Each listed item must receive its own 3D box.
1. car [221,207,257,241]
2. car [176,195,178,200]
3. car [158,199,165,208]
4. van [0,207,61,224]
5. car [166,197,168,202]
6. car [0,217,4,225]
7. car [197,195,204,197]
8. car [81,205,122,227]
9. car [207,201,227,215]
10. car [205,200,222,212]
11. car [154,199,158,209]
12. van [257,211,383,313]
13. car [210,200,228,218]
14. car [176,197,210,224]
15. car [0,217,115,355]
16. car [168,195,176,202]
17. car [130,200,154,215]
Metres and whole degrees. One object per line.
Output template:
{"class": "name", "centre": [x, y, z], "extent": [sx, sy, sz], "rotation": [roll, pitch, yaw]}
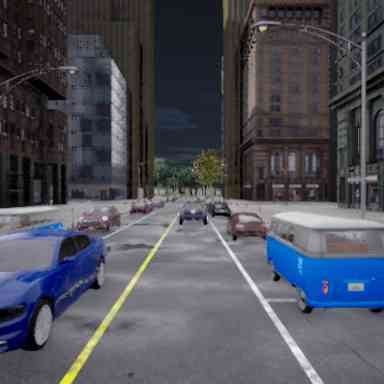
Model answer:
{"class": "car", "centre": [2.747, 1.688, 17.160], "extent": [1.802, 1.307, 4.206], "rotation": [-1, 0, 0]}
{"class": "car", "centre": [-5.802, 1.755, 91.432], "extent": [2.192, 1.841, 5.009], "rotation": [-1, 0, 0]}
{"class": "car", "centre": [-5.789, 1.853, 53.402], "extent": [2.008, 1.369, 4.403], "rotation": [-1, 0, 0]}
{"class": "van", "centre": [-5.779, 1.411, 11.185], "extent": [1.690, 1.788, 3.998], "rotation": [-1, 0, 0]}
{"class": "car", "centre": [-5.790, 1.891, 58.781], "extent": [1.947, 1.339, 4.313], "rotation": [-1, 0, 0]}
{"class": "car", "centre": [-5.777, 1.480, 6.298], "extent": [1.967, 1.590, 4.097], "rotation": [-1, 0, 0]}
{"class": "car", "centre": [2.728, 1.950, 85.932], "extent": [1.752, 1.417, 4.829], "rotation": [-1, 0, 0]}
{"class": "car", "centre": [-5.781, 1.570, 21.135], "extent": [1.967, 1.590, 4.097], "rotation": [-1, 0, 0]}
{"class": "car", "centre": [2.741, 1.792, 37.971], "extent": [1.947, 1.339, 4.313], "rotation": [-1, 0, 0]}
{"class": "car", "centre": [2.739, 1.804, 43.173], "extent": [2.008, 1.369, 4.403], "rotation": [-1, 0, 0]}
{"class": "car", "centre": [-5.786, 1.832, 42.646], "extent": [1.802, 1.307, 4.206], "rotation": [-1, 0, 0]}
{"class": "van", "centre": [2.784, 1.388, 7.498], "extent": [1.690, 1.788, 3.998], "rotation": [-1, 0, 0]}
{"class": "car", "centre": [2.742, 1.764, 32.767], "extent": [1.947, 1.339, 4.313], "rotation": [-1, 0, 0]}
{"class": "car", "centre": [0.090, 1.515, 26.697], "extent": [2.097, 1.767, 4.553], "rotation": [0, 0, 0]}
{"class": "car", "centre": [-3.092, 1.519, 6.494], "extent": [1.882, 1.535, 5.008], "rotation": [0, 0, 0]}
{"class": "car", "centre": [-5.797, 2.006, 85.751], "extent": [1.802, 1.307, 4.206], "rotation": [-1, 0, 0]}
{"class": "car", "centre": [-5.785, 1.767, 37.269], "extent": [1.887, 1.381, 4.507], "rotation": [-1, 0, 0]}
